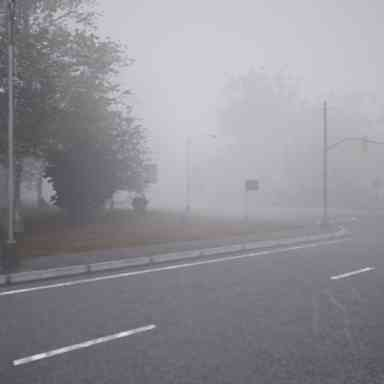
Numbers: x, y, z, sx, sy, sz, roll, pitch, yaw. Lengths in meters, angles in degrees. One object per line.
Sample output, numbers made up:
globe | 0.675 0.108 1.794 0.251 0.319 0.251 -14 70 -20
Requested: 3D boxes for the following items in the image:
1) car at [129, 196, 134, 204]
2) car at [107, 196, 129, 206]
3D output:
car | -9.632 1.421 54.842 2.128 1.511 4.902 0 0 -38
car | -12.423 1.291 52.729 2.097 1.767 4.553 0 0 -38
